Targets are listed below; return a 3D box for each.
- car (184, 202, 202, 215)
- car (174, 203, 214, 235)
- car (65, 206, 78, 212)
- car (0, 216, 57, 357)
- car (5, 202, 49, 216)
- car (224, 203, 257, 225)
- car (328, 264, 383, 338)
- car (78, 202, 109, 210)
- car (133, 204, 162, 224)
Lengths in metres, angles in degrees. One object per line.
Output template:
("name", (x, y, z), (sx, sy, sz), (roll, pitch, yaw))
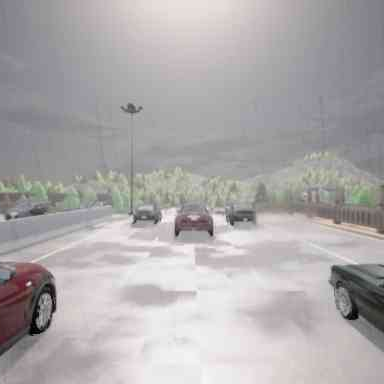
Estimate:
("car", (0.111, 2.043, 40.776), (2.033, 1.411, 5.357), (0, -3, 0))
("car", (0.105, 1.441, 19.474), (2.097, 1.767, 4.553), (0, 0, 0))
("car", (-17.487, 2.739, 49.890), (1.994, 1.385, 4.181), (0, -5, 0))
("car", (-3.392, 1.370, 3.943), (2.097, 1.767, 4.553), (0, 0, 0))
("car", (-14.047, 1.624, 28.614), (2.128, 1.511, 4.902), (0, -1, 0))
("car", (3.606, 1.618, 24.885), (1.837, 1.490, 4.892), (0, 0, 0))
("car", (3.602, 1.622, 4.425), (1.895, 1.301, 4.718), (0, 0, 0))
("car", (-10.515, 1.810, 36.978), (2.128, 1.511, 4.902), (0, -2, 0))
("car", (-3.406, 1.643, 25.826), (1.812, 1.442, 4.674), (0, 0, 0))
